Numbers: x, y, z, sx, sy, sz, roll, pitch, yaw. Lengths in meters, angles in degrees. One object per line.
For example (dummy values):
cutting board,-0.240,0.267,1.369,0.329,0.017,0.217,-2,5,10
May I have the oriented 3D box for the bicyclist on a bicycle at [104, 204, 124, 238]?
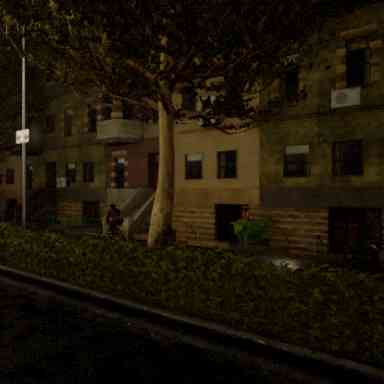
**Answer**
bicyclist on a bicycle,-2.808,1.261,12.054,0.582,1.620,1.656,0,-2,-36
